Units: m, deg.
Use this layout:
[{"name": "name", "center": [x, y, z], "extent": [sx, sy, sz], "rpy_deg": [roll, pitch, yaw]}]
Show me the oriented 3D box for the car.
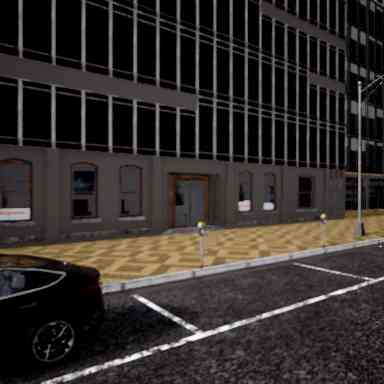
[{"name": "car", "center": [-3.273, 1.566, 4.224], "extent": [4.313, 1.339, 1.947], "rpy_deg": [0, 0, -35]}]
